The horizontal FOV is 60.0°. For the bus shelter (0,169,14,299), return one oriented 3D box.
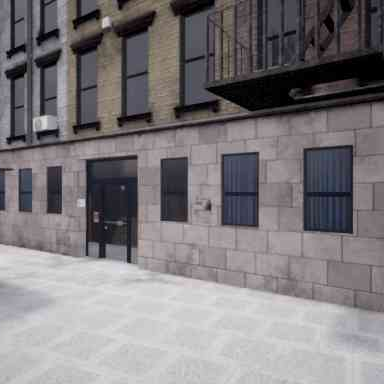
[{"bbox_3d":[-6.019,0.875,7.573,3.880,2.740,1.920,0,0,35],"label":"bus shelter"}]
